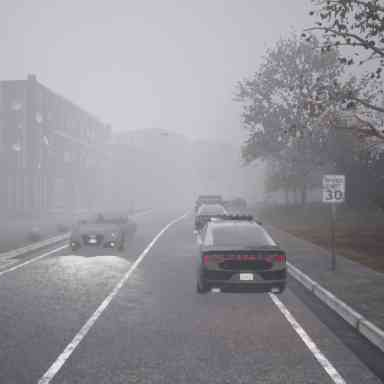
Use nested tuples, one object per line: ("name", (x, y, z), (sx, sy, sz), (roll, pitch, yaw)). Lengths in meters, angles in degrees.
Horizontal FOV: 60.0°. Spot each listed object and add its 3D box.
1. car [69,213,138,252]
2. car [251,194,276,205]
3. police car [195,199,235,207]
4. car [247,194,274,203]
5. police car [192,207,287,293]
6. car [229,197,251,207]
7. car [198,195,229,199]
("car", (-3.530, 1.568, 13.884), (1.994, 1.385, 4.181), (0, 0, 1))
("car", (12.258, 1.309, 55.313), (1.812, 1.442, 4.674), (-1, 1, 40))
("police car", (1.101, 1.429, 18.924), (1.930, 1.638, 5.238), (0, 0, 1))
("car", (13.056, 1.214, 63.147), (4.902, 1.511, 2.128), (-1, 0, -36))
("police car", (1.050, 1.428, 8.987), (1.930, 1.638, 5.238), (0, 0, 0))
("car", (5.936, 1.406, 45.032), (1.882, 1.535, 5.008), (0, 0, 28))
("car", (1.387, 1.226, 24.672), (2.150, 2.045, 5.566), (0, 0, 5))
